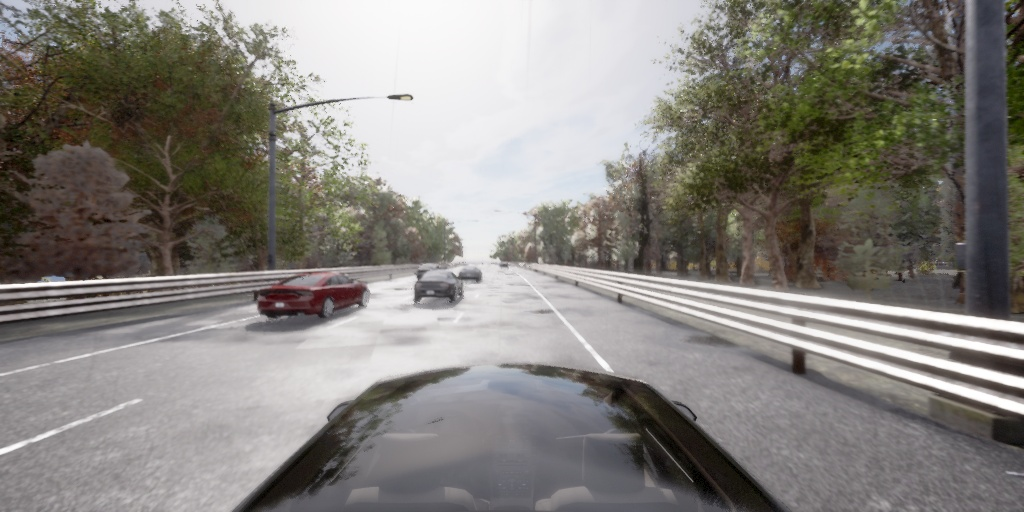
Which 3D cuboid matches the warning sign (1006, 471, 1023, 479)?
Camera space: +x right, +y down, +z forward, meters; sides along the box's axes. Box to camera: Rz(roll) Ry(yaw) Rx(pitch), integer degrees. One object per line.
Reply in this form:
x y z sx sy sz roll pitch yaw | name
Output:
4.551 0.871 2.457 1.300 1.860 1.060 0 0 0 | warning sign

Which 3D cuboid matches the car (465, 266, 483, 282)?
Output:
-3.803 1.631 33.077 1.994 1.385 4.181 0 -1 -1 | car

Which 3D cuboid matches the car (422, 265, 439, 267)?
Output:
-7.325 1.566 32.593 1.837 1.490 4.892 0 -1 -1 | car

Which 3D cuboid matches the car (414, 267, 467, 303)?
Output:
-3.529 1.431 17.712 1.812 1.442 4.674 0 -1 -1 | car

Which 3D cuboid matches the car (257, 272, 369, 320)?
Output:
-6.994 1.338 13.262 1.882 1.535 5.008 0 0 0 | car
